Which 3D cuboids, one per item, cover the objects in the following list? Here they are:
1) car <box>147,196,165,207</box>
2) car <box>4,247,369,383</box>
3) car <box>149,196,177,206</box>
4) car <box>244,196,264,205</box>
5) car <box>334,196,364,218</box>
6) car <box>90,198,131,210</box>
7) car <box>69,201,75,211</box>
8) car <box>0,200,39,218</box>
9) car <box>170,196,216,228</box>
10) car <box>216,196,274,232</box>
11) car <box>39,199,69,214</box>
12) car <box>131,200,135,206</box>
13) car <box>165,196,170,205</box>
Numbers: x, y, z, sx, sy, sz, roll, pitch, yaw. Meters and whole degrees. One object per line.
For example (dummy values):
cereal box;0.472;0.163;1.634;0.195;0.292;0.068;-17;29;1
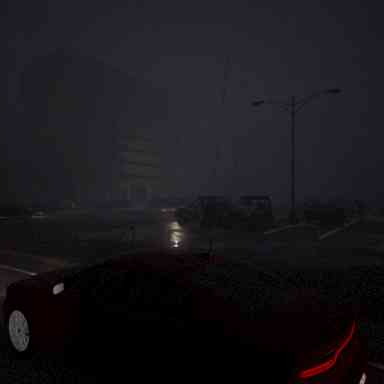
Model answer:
car;-4.704;1.492;50.233;2.128;1.511;4.902;0;0;34
car;-0.525;1.478;4.363;5.008;1.535;1.882;0;0;35
car;-4.803;1.492;56.322;2.128;1.511;4.902;0;0;34
car;11.504;1.526;61.500;1.812;1.442;4.674;0;0;34
car;15.339;1.395;32.016;1.970;1.475;3.806;0;0;34
car;-10.378;1.601;41.803;1.895;1.301;4.718;0;0;34
car;-16.171;1.526;39.429;1.812;1.442;4.674;0;0;34
car;-15.581;1.526;27.468;1.812;1.442;4.674;0;0;35
car;0.948;1.153;20.726;1.932;1.855;4.605;0;0;34
car;3.316;1.156;19.060;1.905;1.878;3.866;0;0;34
car;-15.720;1.547;33.841;2.033;1.411;5.357;0;0;34
car;-10.510;1.547;47.885;2.033;1.411;5.357;0;0;33
car;-1.251;1.491;48.768;2.128;1.511;4.902;0;0;34
